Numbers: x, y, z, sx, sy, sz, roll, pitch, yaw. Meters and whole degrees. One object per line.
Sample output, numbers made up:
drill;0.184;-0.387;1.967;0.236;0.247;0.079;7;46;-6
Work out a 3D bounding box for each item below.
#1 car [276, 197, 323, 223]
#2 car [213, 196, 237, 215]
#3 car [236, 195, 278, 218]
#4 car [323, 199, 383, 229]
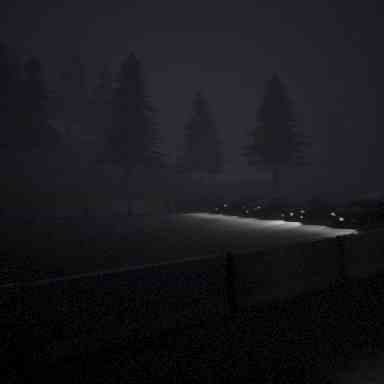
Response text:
car;7.883;1.168;21.884;4.181;1.385;1.994;-1;1;-34
car;3.882;1.015;27.627;4.674;1.442;1.812;-1;1;-34
car;5.842;1.073;24.728;4.674;1.442;1.812;-1;1;-34
car;9.989;1.165;19.081;4.892;1.490;1.837;-1;1;-34
